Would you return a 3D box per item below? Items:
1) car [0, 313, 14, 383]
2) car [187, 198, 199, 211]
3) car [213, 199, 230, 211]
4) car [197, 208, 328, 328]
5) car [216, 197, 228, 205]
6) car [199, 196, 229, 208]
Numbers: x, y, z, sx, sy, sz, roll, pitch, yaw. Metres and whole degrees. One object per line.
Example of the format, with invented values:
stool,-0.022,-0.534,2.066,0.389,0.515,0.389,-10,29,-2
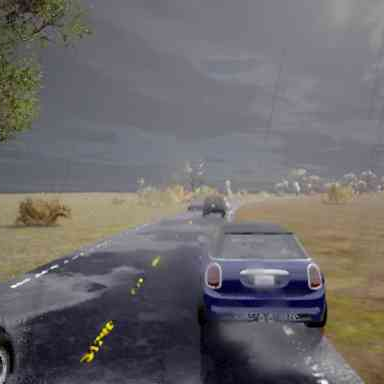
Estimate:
car,-3.019,1.579,2.037,1.994,1.385,4.181,0,0,1
car,0.736,1.611,44.379,2.097,1.767,4.553,0,0,9
car,4.101,1.791,45.827,1.812,1.442,4.674,0,0,11
car,1.193,1.397,7.268,2.097,1.767,4.553,0,0,2
car,6.554,1.921,71.273,1.812,1.442,4.674,0,0,15
car,2.354,1.423,33.715,2.150,2.045,5.566,0,0,8
